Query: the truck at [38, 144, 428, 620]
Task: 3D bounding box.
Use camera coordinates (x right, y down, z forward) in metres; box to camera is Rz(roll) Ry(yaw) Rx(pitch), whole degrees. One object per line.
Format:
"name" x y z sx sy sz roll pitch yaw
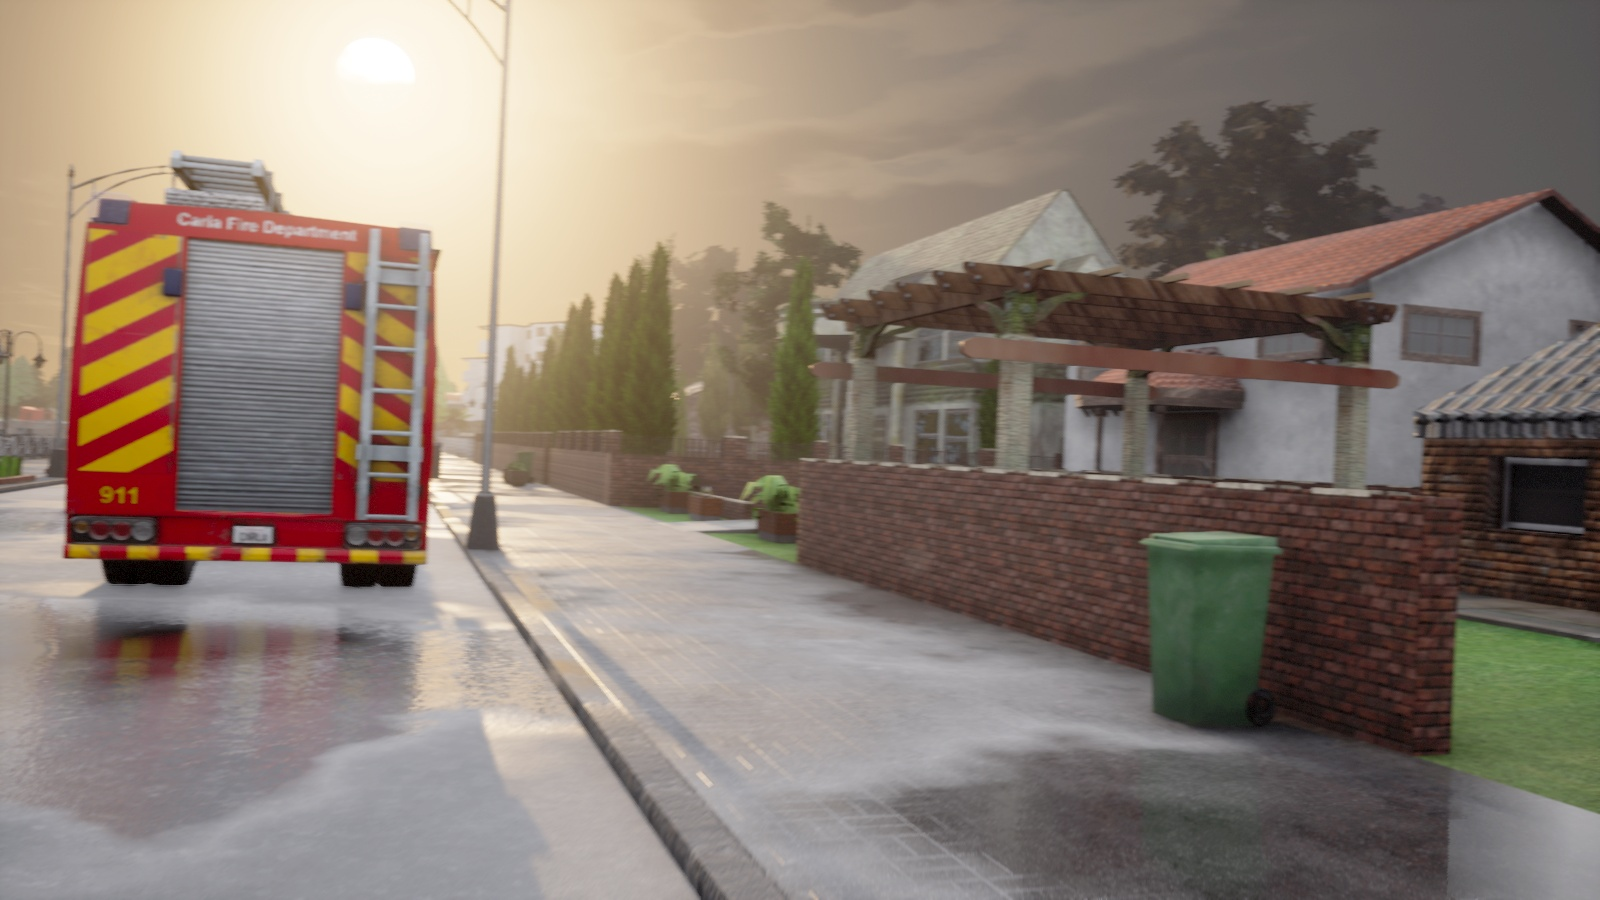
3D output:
"truck" -6.080 -0.534 14.548 2.891 3.827 8.468 2 0 -19
